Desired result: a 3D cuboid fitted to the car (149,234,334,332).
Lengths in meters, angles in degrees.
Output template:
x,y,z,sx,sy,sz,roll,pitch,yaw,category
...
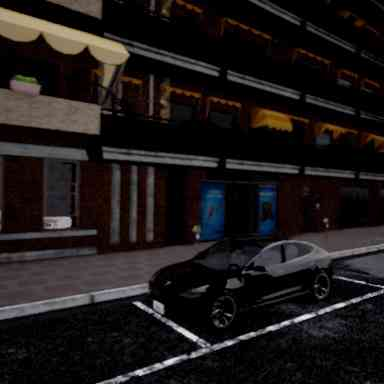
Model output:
x,y,z,sx,sy,sz,roll,pitch,yaw,category
1.212,1.619,6.953,4.313,1.339,1.947,1,0,-35,car
